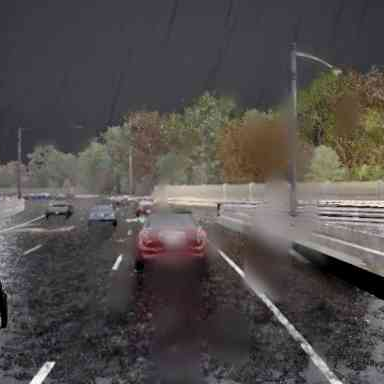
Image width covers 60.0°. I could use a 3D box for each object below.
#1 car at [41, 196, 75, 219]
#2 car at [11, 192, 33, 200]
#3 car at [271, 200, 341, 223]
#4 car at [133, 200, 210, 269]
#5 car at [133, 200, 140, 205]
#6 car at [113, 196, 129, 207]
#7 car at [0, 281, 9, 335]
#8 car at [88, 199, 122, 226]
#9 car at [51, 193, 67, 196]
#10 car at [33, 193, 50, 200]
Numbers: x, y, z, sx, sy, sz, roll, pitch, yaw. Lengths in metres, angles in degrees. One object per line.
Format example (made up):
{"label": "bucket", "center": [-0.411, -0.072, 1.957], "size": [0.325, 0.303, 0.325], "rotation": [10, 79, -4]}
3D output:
{"label": "car", "center": [-10.987, 1.390, 27.805], "size": [2.128, 1.511, 4.902], "rotation": [0, 0, -15]}
{"label": "car", "center": [-37.886, 1.117, 74.215], "size": [4.892, 1.490, 1.837], "rotation": [0, 0, 43]}
{"label": "car", "center": [7.951, 1.345, 23.590], "size": [4.902, 1.511, 2.128], "rotation": [-1, 0, 45]}
{"label": "car", "center": [-0.710, 1.297, 11.170], "size": [2.097, 1.767, 4.553], "rotation": [0, 0, -5]}
{"label": "car", "center": [-4.115, 1.391, 29.177], "size": [1.812, 1.442, 4.674], "rotation": [0, 0, -15]}
{"label": "car", "center": [-10.169, 1.305, 46.556], "size": [1.812, 1.442, 4.674], "rotation": [-1, 0, -29]}
{"label": "car", "center": [-3.620, 1.489, 3.031], "size": [2.128, 1.511, 4.902], "rotation": [0, 0, -1]}
{"label": "car", "center": [-6.035, 1.453, 22.739], "size": [2.033, 1.411, 5.357], "rotation": [0, 0, -13]}
{"label": "car", "center": [-29.529, 1.247, 75.537], "size": [1.812, 1.442, 4.674], "rotation": [0, 0, -44]}
{"label": "car", "center": [-35.406, 1.072, 76.684], "size": [5.008, 1.535, 1.882], "rotation": [0, 0, 43]}
